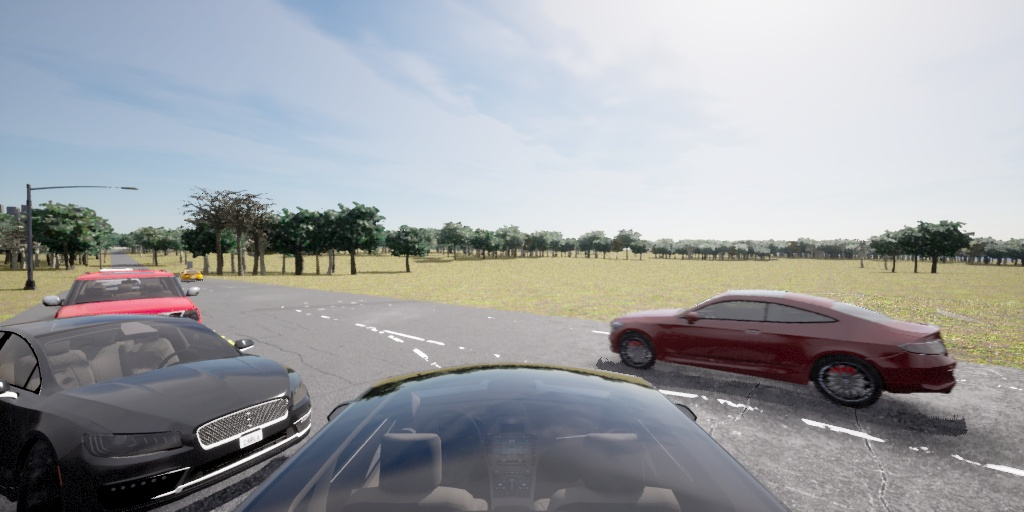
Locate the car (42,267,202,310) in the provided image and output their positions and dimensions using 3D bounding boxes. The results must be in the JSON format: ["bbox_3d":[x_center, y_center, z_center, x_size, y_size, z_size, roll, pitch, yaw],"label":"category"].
[{"bbox_3d":[-9.341,1.385,8.740,5.566,2.045,2.150,-2,0,42],"label":"car"}]

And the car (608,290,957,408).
[{"bbox_3d":[4.011,1.322,6.237,4.674,1.442,1.812,-2,-1,42],"label":"car"}]

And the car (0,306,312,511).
[{"bbox_3d":[-4.502,1.445,4.019,4.892,1.490,1.837,-3,-3,22],"label":"car"}]
